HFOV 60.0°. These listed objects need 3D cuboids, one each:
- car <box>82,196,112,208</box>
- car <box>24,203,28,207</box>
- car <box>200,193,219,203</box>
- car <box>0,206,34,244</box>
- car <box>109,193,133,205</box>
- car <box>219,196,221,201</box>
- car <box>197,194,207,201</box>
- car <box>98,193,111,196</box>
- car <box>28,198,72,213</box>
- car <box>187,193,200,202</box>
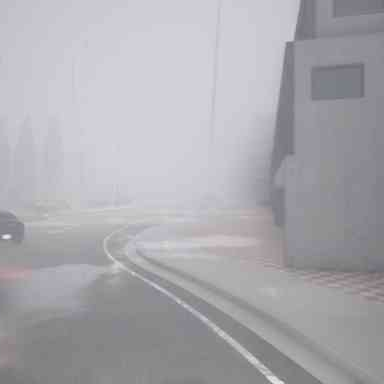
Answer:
[{"bbox_3d":[-13.459,1.567,46.454,1.895,1.301,4.718,0,0,12],"label":"car"},{"bbox_3d":[-18.332,1.569,40.779,1.895,1.301,4.718,0,0,13],"label":"car"},{"bbox_3d":[3.775,1.180,71.046,2.150,2.045,5.566,0,0,12],"label":"car"},{"bbox_3d":[-9.161,1.494,14.611,4.892,1.490,1.837,0,0,39],"label":"car"},{"bbox_3d":[-11.468,1.451,55.530,2.128,1.511,4.902,0,0,13],"label":"car"},{"bbox_3d":[5.982,1.502,81.218,1.994,1.385,4.181,0,0,12],"label":"car"},{"bbox_3d":[2.481,1.305,81.592,1.812,1.442,4.674,0,0,12],"label":"car"},{"bbox_3d":[-14.796,1.184,56.693,2.150,2.045,5.566,0,0,13],"label":"car"},{"bbox_3d":[-15.545,1.449,37.349,1.882,1.535,5.008,0,0,14],"label":"car"},{"bbox_3d":[0.357,1.171,71.847,2.150,2.045,5.566,0,0,12],"label":"car"}]
